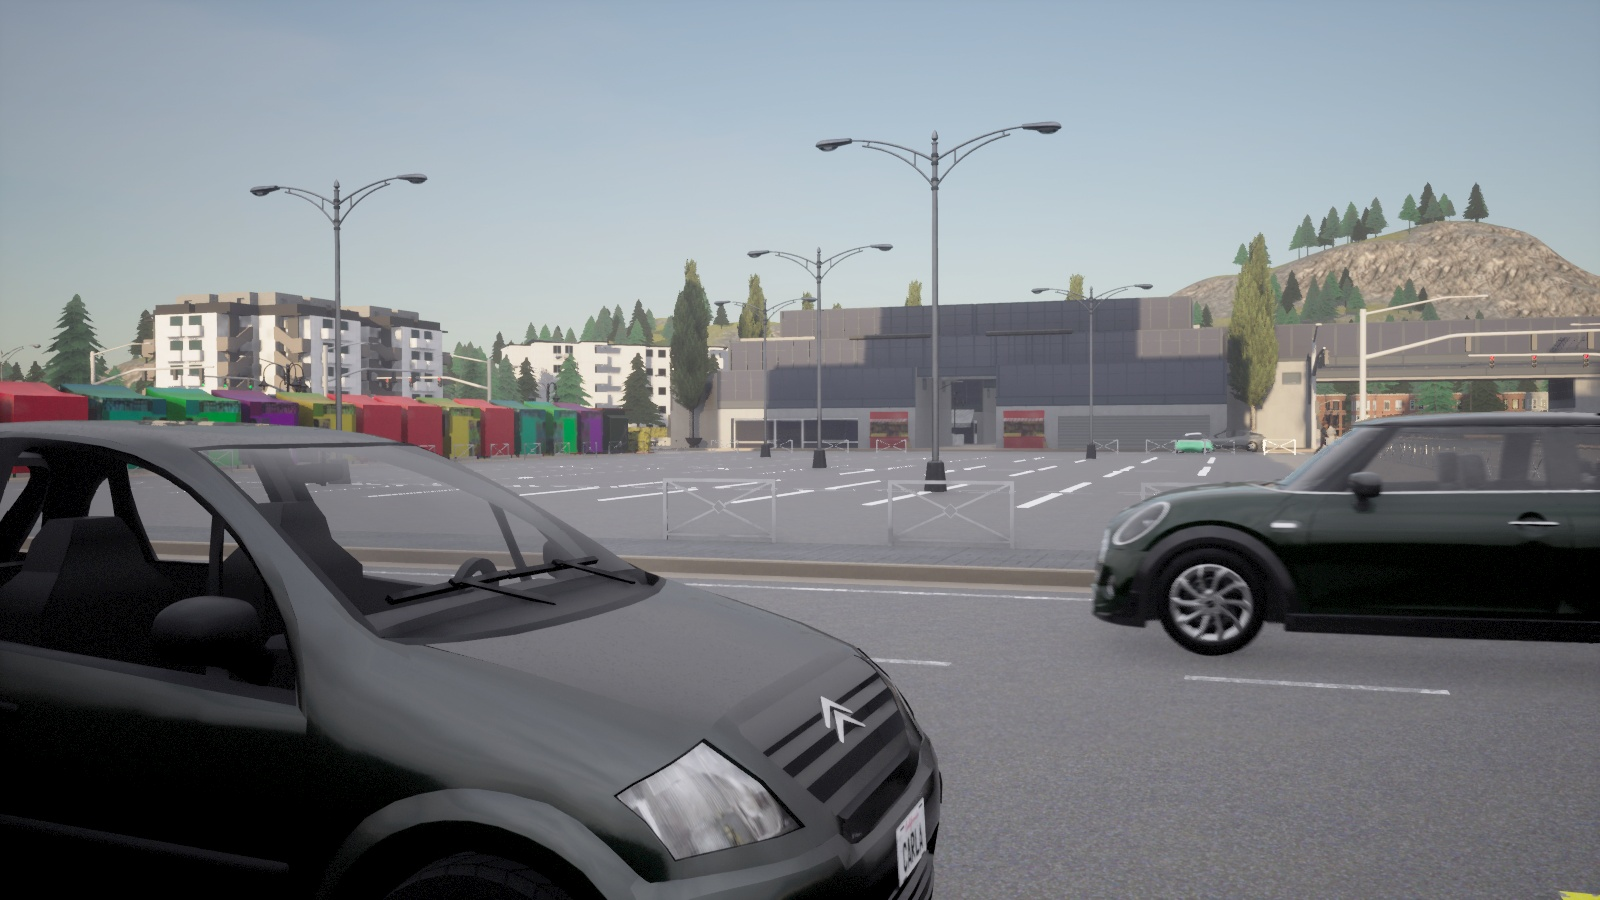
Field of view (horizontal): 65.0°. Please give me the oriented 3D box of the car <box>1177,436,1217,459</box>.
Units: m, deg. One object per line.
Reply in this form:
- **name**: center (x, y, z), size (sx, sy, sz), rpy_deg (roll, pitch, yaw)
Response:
- **car**: center (23.674, -0.174, 74.926), size (2.207, 1.376, 1.481), rpy_deg (0, 1, 20)

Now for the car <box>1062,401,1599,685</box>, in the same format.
- **car**: center (4.344, 0.555, 9.116), size (4.553, 1.767, 2.097), rpy_deg (1, 1, 19)

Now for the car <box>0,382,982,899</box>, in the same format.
- **car**: center (-1.613, 0.659, 3.733), size (3.988, 1.617, 1.851), rpy_deg (1, 1, 19)

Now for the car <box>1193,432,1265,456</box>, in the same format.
- **car**: center (28.755, -0.412, 84.253), size (4.514, 1.525, 2.007), rpy_deg (1, 1, 19)
